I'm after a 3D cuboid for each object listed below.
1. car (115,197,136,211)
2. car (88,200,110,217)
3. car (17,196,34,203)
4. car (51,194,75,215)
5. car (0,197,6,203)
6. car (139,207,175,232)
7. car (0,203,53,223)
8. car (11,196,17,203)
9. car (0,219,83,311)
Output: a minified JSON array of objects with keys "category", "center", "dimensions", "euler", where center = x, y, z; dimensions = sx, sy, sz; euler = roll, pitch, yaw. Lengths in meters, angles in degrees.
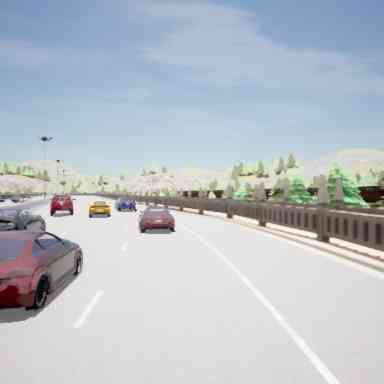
[{"category":"car","center":[-8.210,1.382,40.768],"dimensions":[2.097,1.767,4.553],"euler":[0,0,-19]},{"category":"car","center":[-9.020,1.512,32.306],"dimensions":[1.882,1.535,5.008],"euler":[0,0,-18]},{"category":"car","center":[-30.850,1.470,62.256],"dimensions":[2.097,1.767,4.553],"euler":[0,0,-20]},{"category":"car","center":[-13.491,1.272,34.752],"dimensions":[2.150,2.045,5.566],"euler":[0,0,-19]},{"category":"car","center":[-41.713,1.743,71.802],"dimensions":[1.895,1.301,4.718],"euler":[0,0,-20]},{"category":"car","center":[-2.214,1.572,20.272],"dimensions":[1.994,1.385,4.181],"euler":[0,0,-11]},{"category":"car","center":[-8.476,1.524,15.836],"dimensions":[2.128,1.511,4.902],"euler":[0,0,-9]},{"category":"car","center":[-38.429,1.613,73.012],"dimensions":[1.882,1.535,5.008],"euler":[0,0,-20]},{"category":"car","center":[-3.949,1.579,7.748],"dimensions":[1.994,1.385,4.181],"euler":[0,0,-5]}]
